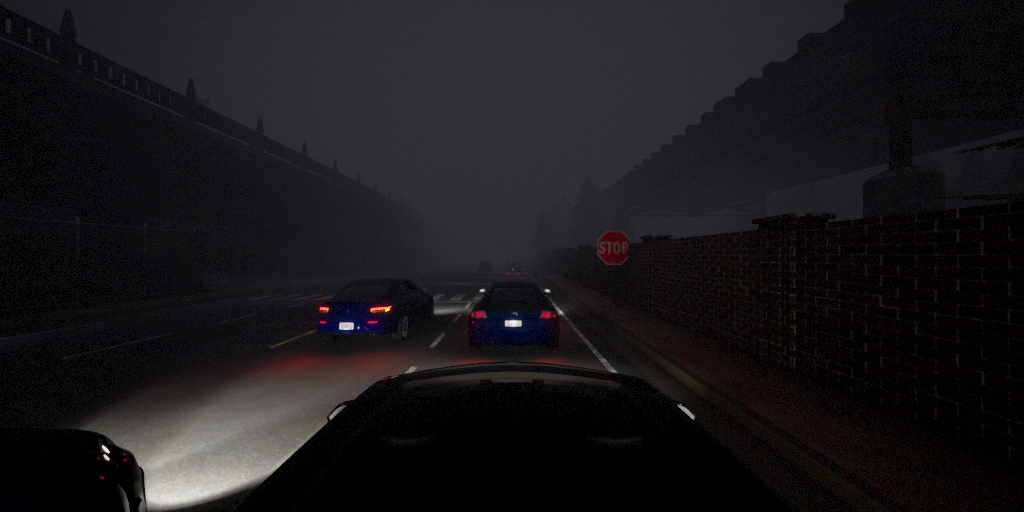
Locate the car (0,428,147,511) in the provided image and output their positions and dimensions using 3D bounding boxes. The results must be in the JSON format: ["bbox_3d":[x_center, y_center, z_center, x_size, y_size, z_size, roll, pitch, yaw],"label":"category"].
[{"bbox_3d":[-3.398,1.314,0.584,1.994,1.385,4.181,0,0,0],"label":"car"}]

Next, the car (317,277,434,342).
[{"bbox_3d":[-3.411,1.276,9.680,1.812,1.442,4.674,0,0,0],"label":"car"}]

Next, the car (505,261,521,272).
[{"bbox_3d":[0.103,1.351,45.975,1.895,1.301,4.718,0,0,-1],"label":"car"}]

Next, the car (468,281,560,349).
[{"bbox_3d":[0.070,1.314,9.157,1.994,1.385,4.181,0,0,1],"label":"car"}]

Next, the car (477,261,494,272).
[{"bbox_3d":[-3.392,1.297,45.817,2.033,1.411,5.357,0,0,-1],"label":"car"}]
